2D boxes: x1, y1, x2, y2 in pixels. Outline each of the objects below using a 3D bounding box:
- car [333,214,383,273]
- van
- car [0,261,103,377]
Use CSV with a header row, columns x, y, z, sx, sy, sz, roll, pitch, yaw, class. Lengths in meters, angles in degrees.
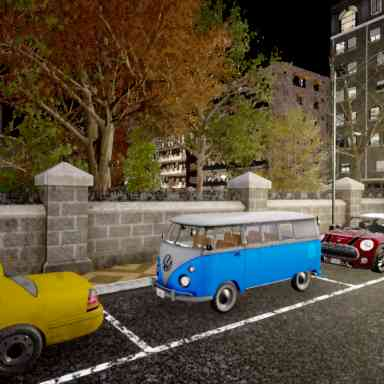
x,y,z,sx,sy,sz,roll,pitch,yaw,class
5.705,1.442,10.604,4.097,1.590,1.967,0,1,-35,car
1.132,1.342,7.347,3.998,1.788,1.690,0,1,-35,van
-3.581,1.525,3.995,4.829,1.417,1.752,0,1,-35,car
